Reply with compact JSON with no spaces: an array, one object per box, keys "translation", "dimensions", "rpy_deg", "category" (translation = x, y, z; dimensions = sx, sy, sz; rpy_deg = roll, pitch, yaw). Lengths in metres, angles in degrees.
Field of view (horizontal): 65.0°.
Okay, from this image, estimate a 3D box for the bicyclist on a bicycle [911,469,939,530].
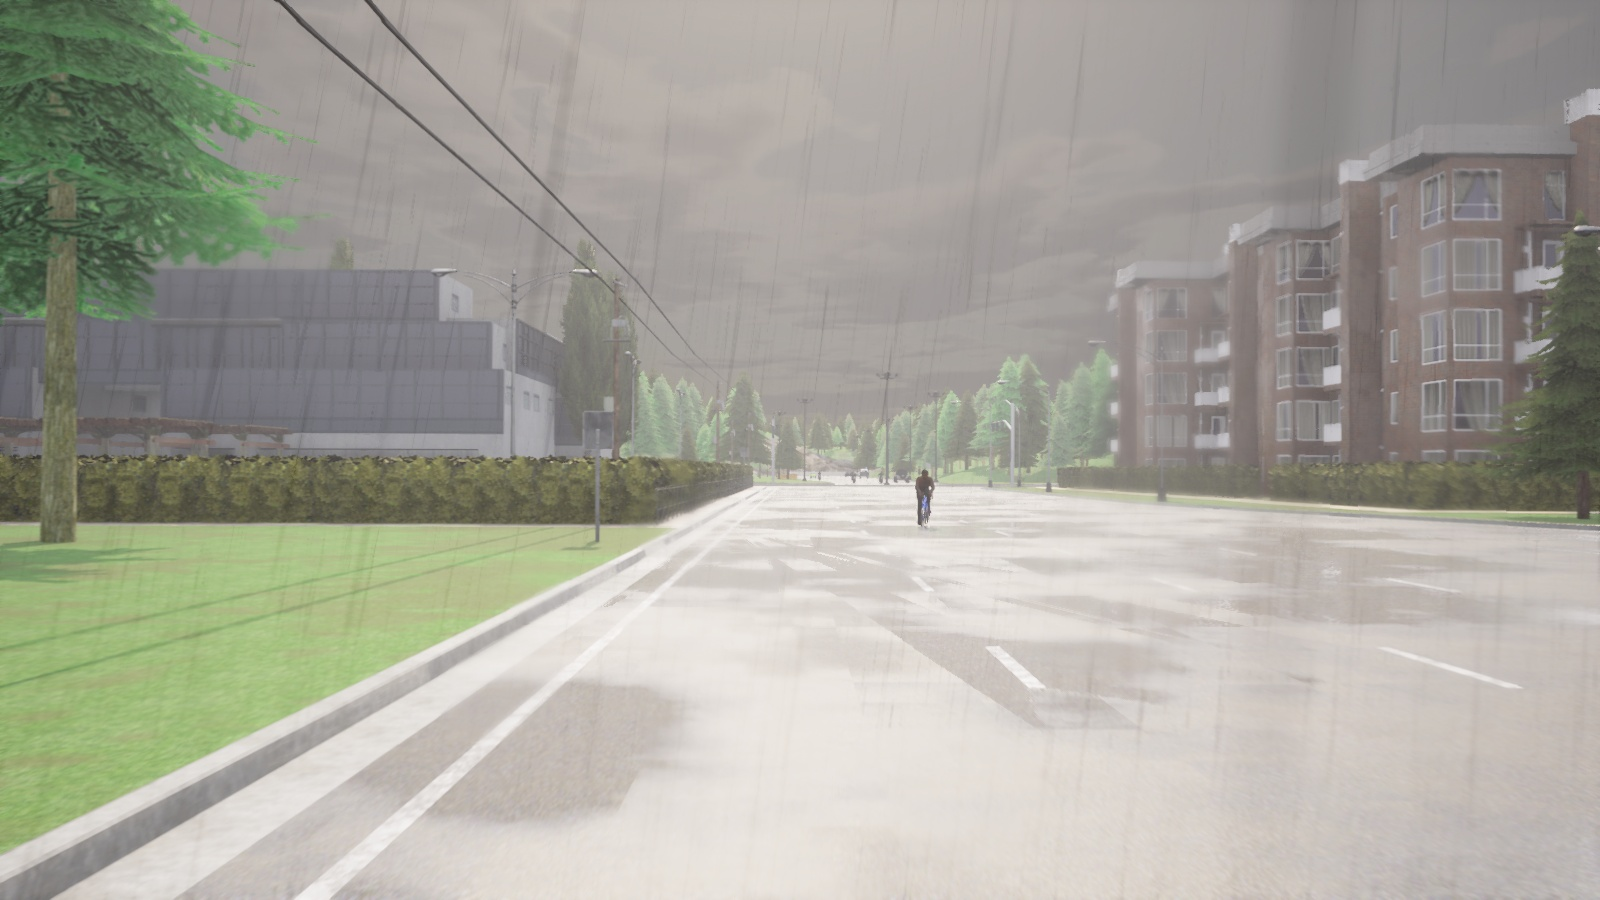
[{"translation":[3.417,1.329,34.416],"dimensions":[0.582,1.620,1.656],"rpy_deg":[0,-1,0],"category":"bicyclist on a bicycle"}]
